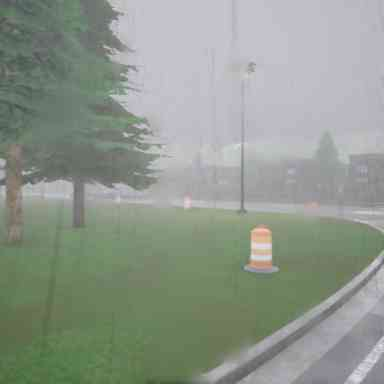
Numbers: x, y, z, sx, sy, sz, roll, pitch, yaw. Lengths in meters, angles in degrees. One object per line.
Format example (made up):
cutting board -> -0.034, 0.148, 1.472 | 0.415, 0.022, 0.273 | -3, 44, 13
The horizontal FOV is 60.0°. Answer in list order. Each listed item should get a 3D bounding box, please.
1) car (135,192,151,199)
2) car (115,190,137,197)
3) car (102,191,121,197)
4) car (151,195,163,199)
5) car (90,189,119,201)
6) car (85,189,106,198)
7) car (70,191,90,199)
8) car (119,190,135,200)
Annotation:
car -> -10.074, 0.654, 61.714 | 1.994, 1.385, 4.181 | -1, 1, -41
car -> -14.205, 0.316, 71.436 | 2.033, 1.411, 5.357 | -1, 1, -42
car -> -16.824, 0.402, 69.116 | 1.895, 1.301, 4.718 | -1, 1, -42
car -> -7.496, 0.563, 64.076 | 1.837, 1.490, 4.892 | -1, 1, -42
car -> -14.984, 0.661, 56.700 | 1.837, 1.490, 4.892 | -1, 1, -42
car -> -19.383, 0.207, 66.724 | 2.097, 1.767, 4.553 | -1, 1, -42
car -> -22.003, 0.543, 64.407 | 1.837, 1.490, 4.892 | -1, 1, -42
car -> -12.689, 0.721, 59.385 | 1.895, 1.301, 4.718 | -1, 1, -42
